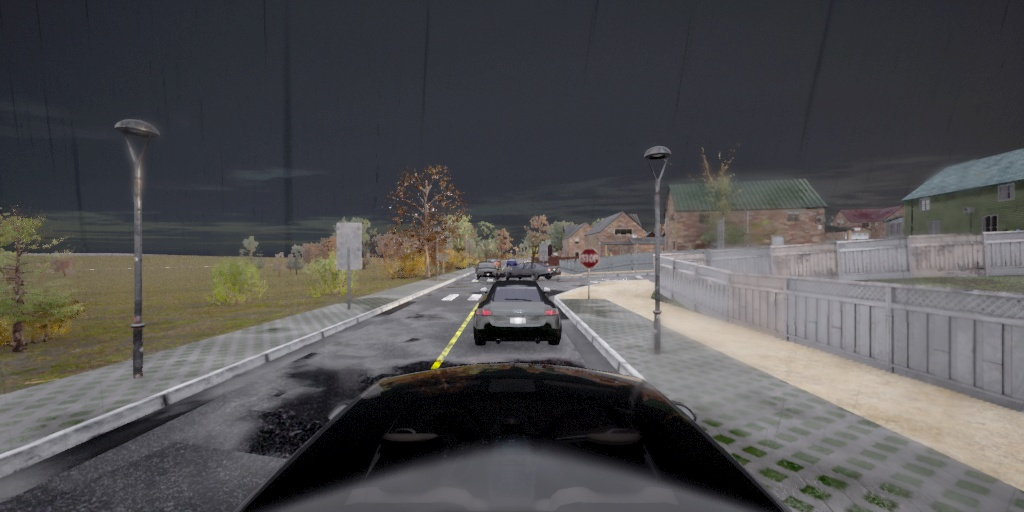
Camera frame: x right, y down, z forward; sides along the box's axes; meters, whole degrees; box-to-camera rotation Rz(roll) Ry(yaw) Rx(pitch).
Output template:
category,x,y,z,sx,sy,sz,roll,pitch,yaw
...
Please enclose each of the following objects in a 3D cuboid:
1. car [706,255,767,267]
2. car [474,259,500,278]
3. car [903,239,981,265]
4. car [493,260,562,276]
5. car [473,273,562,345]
category,x,y,z,sx,sy,sz,roll,pitch,yaw
car,14.373,0.413,22.867,4.181,1.385,1.994,-3,0,16
car,-2.271,1.257,31.391,1.837,1.490,4.892,0,0,-8
car,23.875,-0.208,20.452,4.902,1.511,2.128,-3,0,14
car,1.318,1.197,28.482,5.357,1.411,2.033,-4,-3,43
car,0.097,1.313,9.467,1.994,1.385,4.181,0,0,-1
